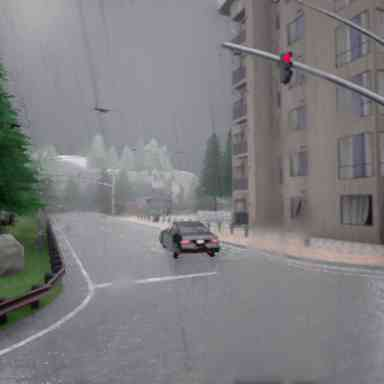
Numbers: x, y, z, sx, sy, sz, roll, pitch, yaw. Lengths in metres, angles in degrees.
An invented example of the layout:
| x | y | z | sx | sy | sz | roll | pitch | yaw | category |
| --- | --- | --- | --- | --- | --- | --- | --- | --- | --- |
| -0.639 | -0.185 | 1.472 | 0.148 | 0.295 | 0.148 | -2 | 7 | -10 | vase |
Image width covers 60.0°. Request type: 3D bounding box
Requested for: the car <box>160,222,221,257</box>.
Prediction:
| x | y | z | sx | sy | sz | roll | pitch | yaw | category |
| --- | --- | --- | --- | --- | --- | --- | --- | --- | --- |
| -0.255 | 2.078 | 15.436 | 2.033 | 1.411 | 5.357 | 0 | -2 | -14 | car |
